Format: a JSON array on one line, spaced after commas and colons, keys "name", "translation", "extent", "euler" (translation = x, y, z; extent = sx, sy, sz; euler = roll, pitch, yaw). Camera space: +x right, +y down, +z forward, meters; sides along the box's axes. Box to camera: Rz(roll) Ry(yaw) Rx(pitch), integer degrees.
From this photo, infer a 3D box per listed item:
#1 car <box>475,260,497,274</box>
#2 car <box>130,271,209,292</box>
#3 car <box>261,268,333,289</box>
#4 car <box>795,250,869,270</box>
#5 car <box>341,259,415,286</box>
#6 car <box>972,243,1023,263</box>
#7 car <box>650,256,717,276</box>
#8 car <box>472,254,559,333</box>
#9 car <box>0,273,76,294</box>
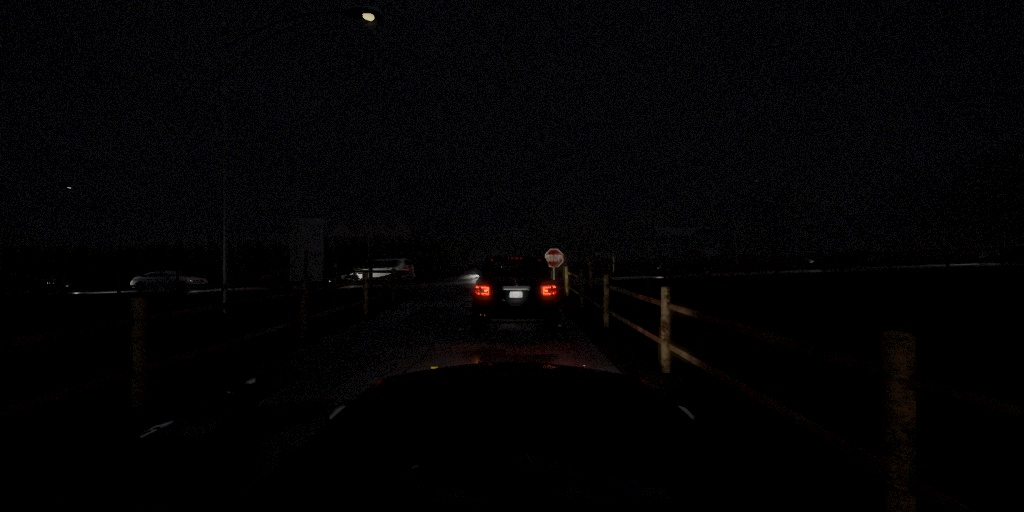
[{"name": "car", "translation": [-2.936, 1.220, 41.218], "extent": [2.128, 1.511, 4.902], "euler": [0, 0, 0]}, {"name": "car", "translation": [-24.545, 1.784, 25.765], "extent": [4.674, 1.442, 1.812], "euler": [-1, -2, 0]}, {"name": "car", "translation": [-15.437, 1.589, 25.790], "extent": [4.674, 1.442, 1.812], "euler": [-1, -2, 0]}, {"name": "car", "translation": [25.674, 0.317, 28.862], "extent": [5.008, 1.535, 1.882], "euler": [-2, -2, 0]}, {"name": "car", "translation": [-10.625, 1.283, 28.763], "extent": [5.566, 2.045, 2.150], "euler": [-1, -2, 0]}, {"name": "car", "translation": [40.227, -0.240, 28.885], "extent": [4.902, 1.511, 2.128], "euler": [-2, -2, 0]}, {"name": "car", "translation": [13.673, 0.776, 28.802], "extent": [5.008, 1.535, 1.882], "euler": [-2, -2, -1]}, {"name": "car", "translation": [0.060, 0.975, 10.883], "extent": [2.150, 2.045, 5.566], "euler": [0, 0, -1]}, {"name": "car", "translation": [-34.431, 1.951, 25.749], "extent": [4.902, 1.511, 2.128], "euler": [-1, -2, 0]}]
